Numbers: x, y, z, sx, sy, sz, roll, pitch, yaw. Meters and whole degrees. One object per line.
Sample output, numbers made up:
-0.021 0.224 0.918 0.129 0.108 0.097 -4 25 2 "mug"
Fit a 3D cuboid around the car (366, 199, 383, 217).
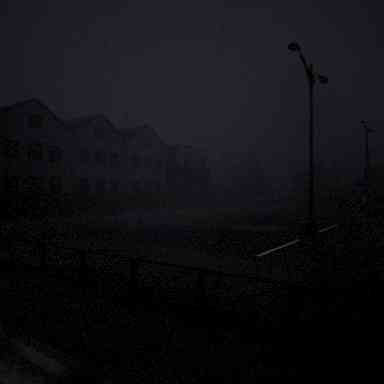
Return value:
15.375 1.298 26.844 2.007 1.523 4.514 0 0 35 "car"
